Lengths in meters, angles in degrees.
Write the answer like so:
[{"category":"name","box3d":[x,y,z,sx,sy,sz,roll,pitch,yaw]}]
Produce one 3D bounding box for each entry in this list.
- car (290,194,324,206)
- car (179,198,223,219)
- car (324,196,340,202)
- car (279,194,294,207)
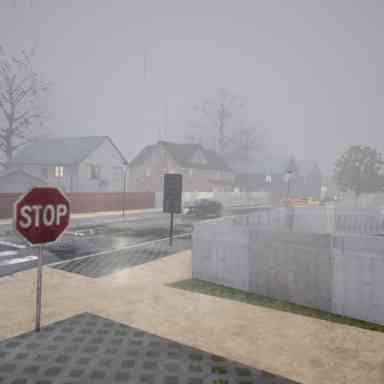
[{"category":"car","box3d":[14.638,1.413,42.077,1.882,1.535,5.008,4,3,37]},{"category":"car","box3d":[0.825,1.287,27.608,2.128,1.511,4.902,4,2,33]},{"category":"car","box3d":[20.933,1.388,49.952,2.128,1.511,4.902,4,3,41]},{"category":"car","box3d":[13.683,1.126,45.433,2.097,1.767,4.553,4,3,38]}]
